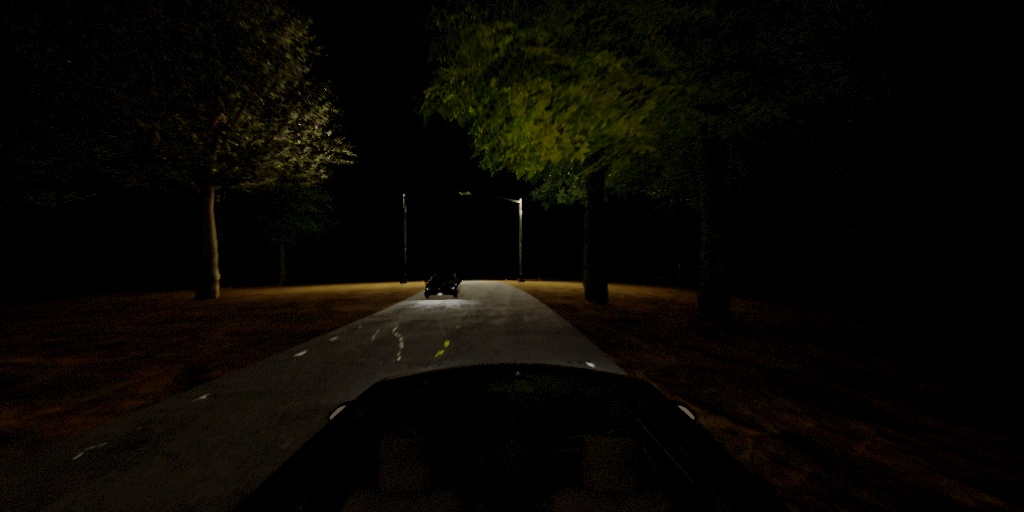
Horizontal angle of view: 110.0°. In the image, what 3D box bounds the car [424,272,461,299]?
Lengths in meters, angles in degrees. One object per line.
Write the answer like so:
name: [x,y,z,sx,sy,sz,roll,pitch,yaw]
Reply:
car: [-4.034,1.672,21.495,2.033,1.411,5.357,0,-1,-6]
